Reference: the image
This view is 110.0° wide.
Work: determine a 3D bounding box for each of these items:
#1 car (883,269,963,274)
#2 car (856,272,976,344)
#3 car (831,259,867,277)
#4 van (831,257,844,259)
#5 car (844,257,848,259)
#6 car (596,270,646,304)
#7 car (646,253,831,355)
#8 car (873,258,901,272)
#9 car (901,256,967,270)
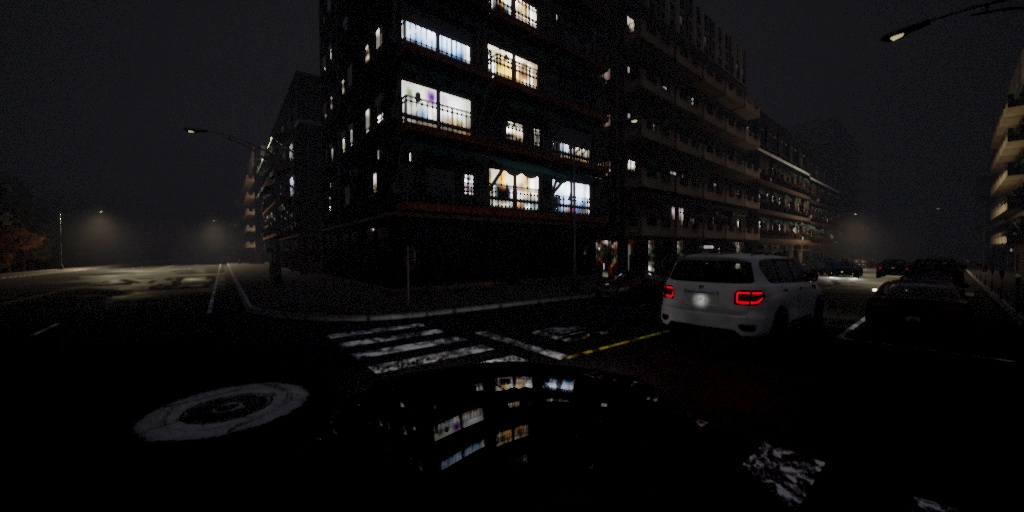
[{"bbox_3d":[14.911,1.302,12.866,4.313,1.339,1.948,0,0,-39],"label":"car"},{"bbox_3d":[10.788,1.287,9.501,4.507,1.381,1.888,0,0,-39],"label":"car"},{"bbox_3d":[31.270,1.255,33.559,4.181,1.385,1.994,0,0,-39],"label":"car"},{"bbox_3d":[35.973,1.014,40.853,3.998,1.789,1.690,0,0,-39],"label":"van"},{"bbox_3d":[40.343,0.984,44.455,5.009,1.841,2.192,0,0,-39],"label":"car"},{"bbox_3d":[5.511,1.291,15.969,4.207,1.307,1.802,0,0,-39],"label":"car"},{"bbox_3d":[5.919,0.957,8.993,5.566,2.045,2.150,0,0,-39],"label":"car"},{"bbox_3d":[34.417,1.053,32.152,4.553,1.767,2.097,0,0,-39],"label":"car"},{"bbox_3d":[23.685,1.040,20.028,5.009,1.841,2.192,0,0,-39],"label":"car"}]
